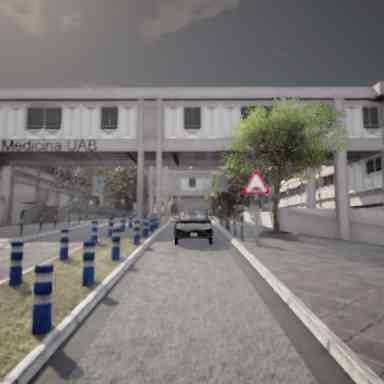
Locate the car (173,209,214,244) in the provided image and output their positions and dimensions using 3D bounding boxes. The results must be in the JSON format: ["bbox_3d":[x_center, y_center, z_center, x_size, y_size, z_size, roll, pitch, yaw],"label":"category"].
[{"bbox_3d":[0.075,1.705,16.989,2.128,1.511,4.902,0,-1,0],"label":"car"}]

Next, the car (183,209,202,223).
[{"bbox_3d":[0.042,2.432,34.773,1.895,1.301,4.718,0,-3,0],"label":"car"}]
